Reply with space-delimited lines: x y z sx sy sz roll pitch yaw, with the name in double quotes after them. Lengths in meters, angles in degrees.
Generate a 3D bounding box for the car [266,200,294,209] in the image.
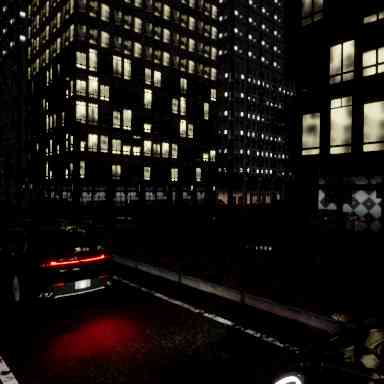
13.571 1.882 51.124 4.313 1.339 1.947 1 0 -40 "car"

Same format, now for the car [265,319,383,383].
2.412 1.352 1.338 2.097 1.767 4.553 0 0 -41 "car"

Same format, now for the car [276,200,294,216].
10.371 1.936 37.450 4.206 1.307 1.802 1 0 -40 "car"

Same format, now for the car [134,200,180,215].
-3.785 1.648 36.459 4.829 1.417 1.752 1 0 -40 "car"

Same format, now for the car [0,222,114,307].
-3.666 1.501 8.135 1.837 1.490 4.892 0 0 -41 "car"

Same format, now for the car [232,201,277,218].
6.193 1.833 33.919 4.829 1.417 1.752 1 0 -40 "car"

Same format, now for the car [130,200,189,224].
-2.550 1.524 26.529 5.009 1.841 2.192 1 0 -40 "car"
